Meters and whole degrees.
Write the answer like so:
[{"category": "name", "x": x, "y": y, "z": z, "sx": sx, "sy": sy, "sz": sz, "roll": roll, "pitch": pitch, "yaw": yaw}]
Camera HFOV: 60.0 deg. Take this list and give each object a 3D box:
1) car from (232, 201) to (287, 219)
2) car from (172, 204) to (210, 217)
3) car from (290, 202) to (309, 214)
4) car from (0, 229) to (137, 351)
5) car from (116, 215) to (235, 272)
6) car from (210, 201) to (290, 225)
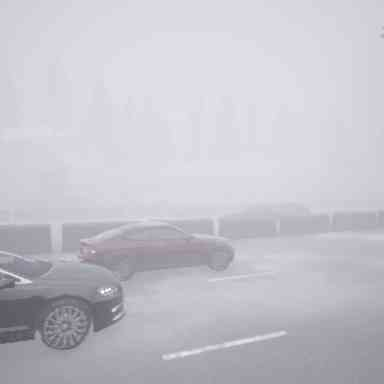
[{"category": "car", "x": 6.542, "y": 1.671, "z": 32.190, "sx": 4.902, "sy": 1.511, "sz": 2.128, "roll": -1, "pitch": -1, "yaw": -22}, {"category": "car", "x": 0.131, "y": 1.861, "z": 33.335, "sx": 4.181, "sy": 1.385, "sz": 1.994, "roll": -1, "pitch": -1, "yaw": -22}, {"category": "car", "x": 7.884, "y": 1.639, "z": 28.959, "sx": 4.892, "sy": 1.490, "sz": 1.837, "roll": 0, "pitch": -1, "yaw": -22}, {"category": "car", "x": -3.554, "y": 1.589, "z": 5.111, "sx": 4.902, "sy": 1.511, "sz": 2.128, "roll": -1, "pitch": -1, "yaw": -22}, {"category": "car", "x": -0.976, "y": 1.637, "z": 9.953, "sx": 4.674, "sy": 1.442, "sz": 1.812, "roll": -1, "pitch": -1, "yaw": -22}, {"category": "car", "x": 4.117, "y": 1.634, "z": 23.623, "sx": 5.008, "sy": 1.535, "sz": 1.882, "roll": -1, "pitch": -1, "yaw": -22}]
